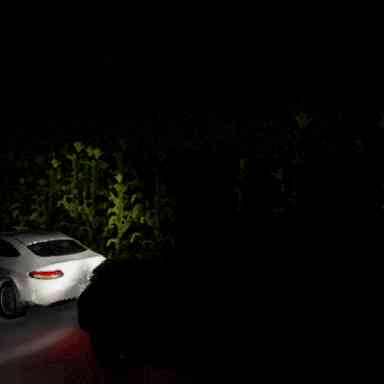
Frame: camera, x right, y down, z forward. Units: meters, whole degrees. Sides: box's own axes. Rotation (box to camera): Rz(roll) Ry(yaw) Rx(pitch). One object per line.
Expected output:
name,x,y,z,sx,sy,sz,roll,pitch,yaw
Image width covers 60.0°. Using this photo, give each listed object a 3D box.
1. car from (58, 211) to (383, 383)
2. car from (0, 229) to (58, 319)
car,1.028,1.252,3.942,5.566,2.045,2.150,0,0,36
car,-3.806,1.571,7.444,4.674,1.442,1.812,0,0,36
